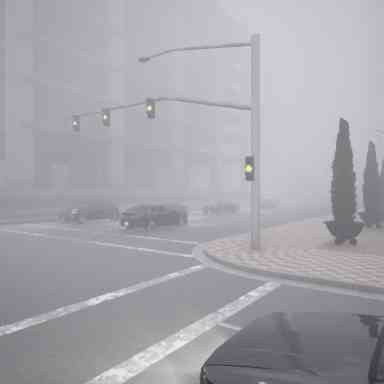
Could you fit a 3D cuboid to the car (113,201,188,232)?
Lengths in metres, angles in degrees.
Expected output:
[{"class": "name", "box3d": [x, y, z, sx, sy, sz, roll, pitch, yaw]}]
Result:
[{"class": "car", "box3d": [-2.248, 1.505, 20.556, 1.837, 1.490, 4.892, 0, 0, 36]}]

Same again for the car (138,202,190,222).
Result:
[{"class": "car", "box3d": [-2.165, 1.564, 26.993, 1.994, 1.385, 4.181, 0, 0, 36]}]

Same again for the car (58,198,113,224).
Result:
[{"class": "car", "box3d": [-7.773, 1.352, 25.206, 2.097, 1.767, 4.553, 0, 0, 36]}]

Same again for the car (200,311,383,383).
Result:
[{"class": "car", "box3d": [2.598, 1.547, 2.110, 5.357, 1.411, 2.033, 0, 0, 36]}]

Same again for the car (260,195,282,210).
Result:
[{"class": "car", "box3d": [9.595, 1.526, 43.255, 1.812, 1.442, 4.674, 0, 0, 36]}]

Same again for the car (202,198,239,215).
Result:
[{"class": "car", "box3d": [2.964, 1.601, 34.095, 1.895, 1.301, 4.718, 0, 0, 36]}]

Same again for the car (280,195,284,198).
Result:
[{"class": "car", "box3d": [12.569, 1.601, 53.251, 1.895, 1.301, 4.718, 0, 0, 36]}]

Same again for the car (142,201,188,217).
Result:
[{"class": "car", "box3d": [-2.518, 1.601, 32.484, 1.895, 1.301, 4.718, 0, 0, 36]}]

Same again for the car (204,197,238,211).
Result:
[{"class": "car", "box3d": [3.653, 1.478, 41.023, 1.882, 1.535, 5.008, 0, 0, 36]}]
